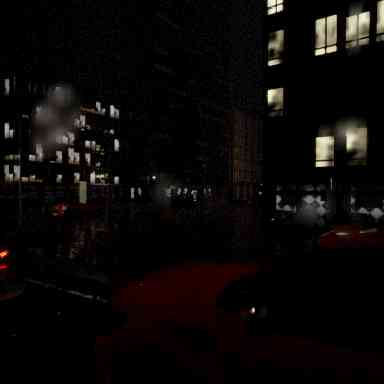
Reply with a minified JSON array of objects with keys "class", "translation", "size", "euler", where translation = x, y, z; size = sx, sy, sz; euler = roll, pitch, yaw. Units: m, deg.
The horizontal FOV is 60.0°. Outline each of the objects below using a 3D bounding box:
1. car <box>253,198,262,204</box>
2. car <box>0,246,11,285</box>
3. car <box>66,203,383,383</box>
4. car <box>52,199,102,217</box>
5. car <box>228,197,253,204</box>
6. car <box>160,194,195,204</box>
[{"class":"car","translation":[11.548,1.793,56.003],"size":[2.033,1.411,5.357],"euler":[1,0,37]},{"class":"car","translation":[-6.195,1.522,8.086],"size":[4.674,1.442,1.812],"euler":[0,0,35]},{"class":"car","translation":[1.707,1.222,2.468],"size":[5.566,2.045,2.150],"euler":[0,0,35]},{"class":"car","translation":[-10.778,1.421,31.334],"size":[2.097,1.767,4.553],"euler":[1,0,37]},{"class":"car","translation":[7.880,1.651,56.266],"size":[2.128,1.511,4.902],"euler":[1,0,37]},{"class":"car","translation":[-1.828,1.351,43.369],"size":[2.150,2.045,5.566],"euler":[1,1,37]}]
